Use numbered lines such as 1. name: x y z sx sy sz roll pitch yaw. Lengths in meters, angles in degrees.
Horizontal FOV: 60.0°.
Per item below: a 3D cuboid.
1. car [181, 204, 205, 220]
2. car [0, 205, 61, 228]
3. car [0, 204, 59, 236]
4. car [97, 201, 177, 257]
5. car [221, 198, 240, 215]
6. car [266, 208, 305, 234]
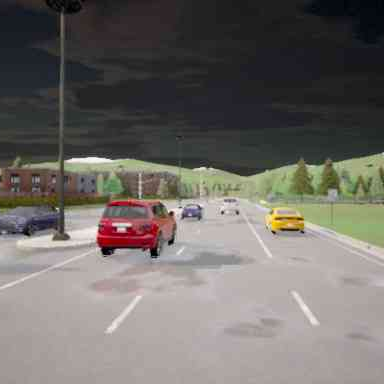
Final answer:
1. car: 0.101 1.917 32.289 1.812 1.442 4.674 0 -1 7
2. car: -12.460 1.820 25.715 2.033 1.411 5.357 0 -1 7
3. car: -9.647 1.562 19.756 2.097 1.767 4.553 0 -1 7
4. car: -2.065 1.384 13.868 2.150 2.045 5.566 0 -1 6
5. car: 4.777 1.740 41.879 2.150 2.045 5.566 0 -1 7
6. car: 5.858 1.755 21.345 1.882 1.535 5.008 0 -1 7
